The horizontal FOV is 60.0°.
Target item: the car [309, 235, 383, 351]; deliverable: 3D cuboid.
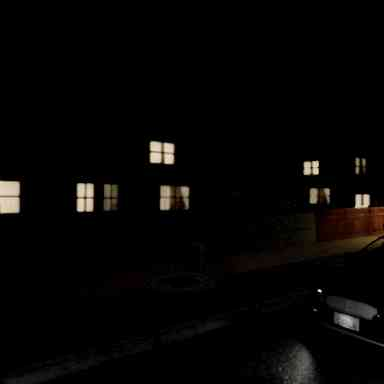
[{"bbox_3d":[4.124,1.524,6.005,4.902,1.511,2.128,0,0,-35],"label":"car"}]
